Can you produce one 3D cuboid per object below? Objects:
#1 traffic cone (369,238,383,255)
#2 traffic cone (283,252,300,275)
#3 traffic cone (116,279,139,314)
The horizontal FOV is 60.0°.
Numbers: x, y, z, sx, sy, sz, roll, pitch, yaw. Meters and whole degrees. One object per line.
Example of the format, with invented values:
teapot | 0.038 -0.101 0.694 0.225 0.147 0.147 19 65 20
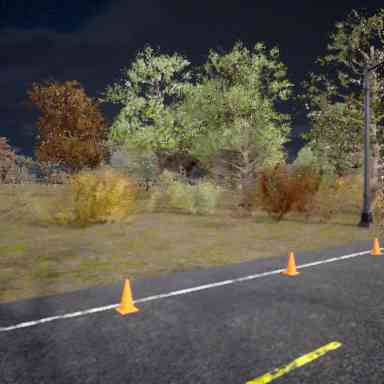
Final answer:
traffic cone | 6.786 1.984 12.254 0.340 0.580 0.340 0 0 -37
traffic cone | 2.786 1.975 9.296 0.340 0.580 0.340 0 0 -36
traffic cone | -1.238 1.966 6.369 0.340 0.580 0.340 0 0 -36
